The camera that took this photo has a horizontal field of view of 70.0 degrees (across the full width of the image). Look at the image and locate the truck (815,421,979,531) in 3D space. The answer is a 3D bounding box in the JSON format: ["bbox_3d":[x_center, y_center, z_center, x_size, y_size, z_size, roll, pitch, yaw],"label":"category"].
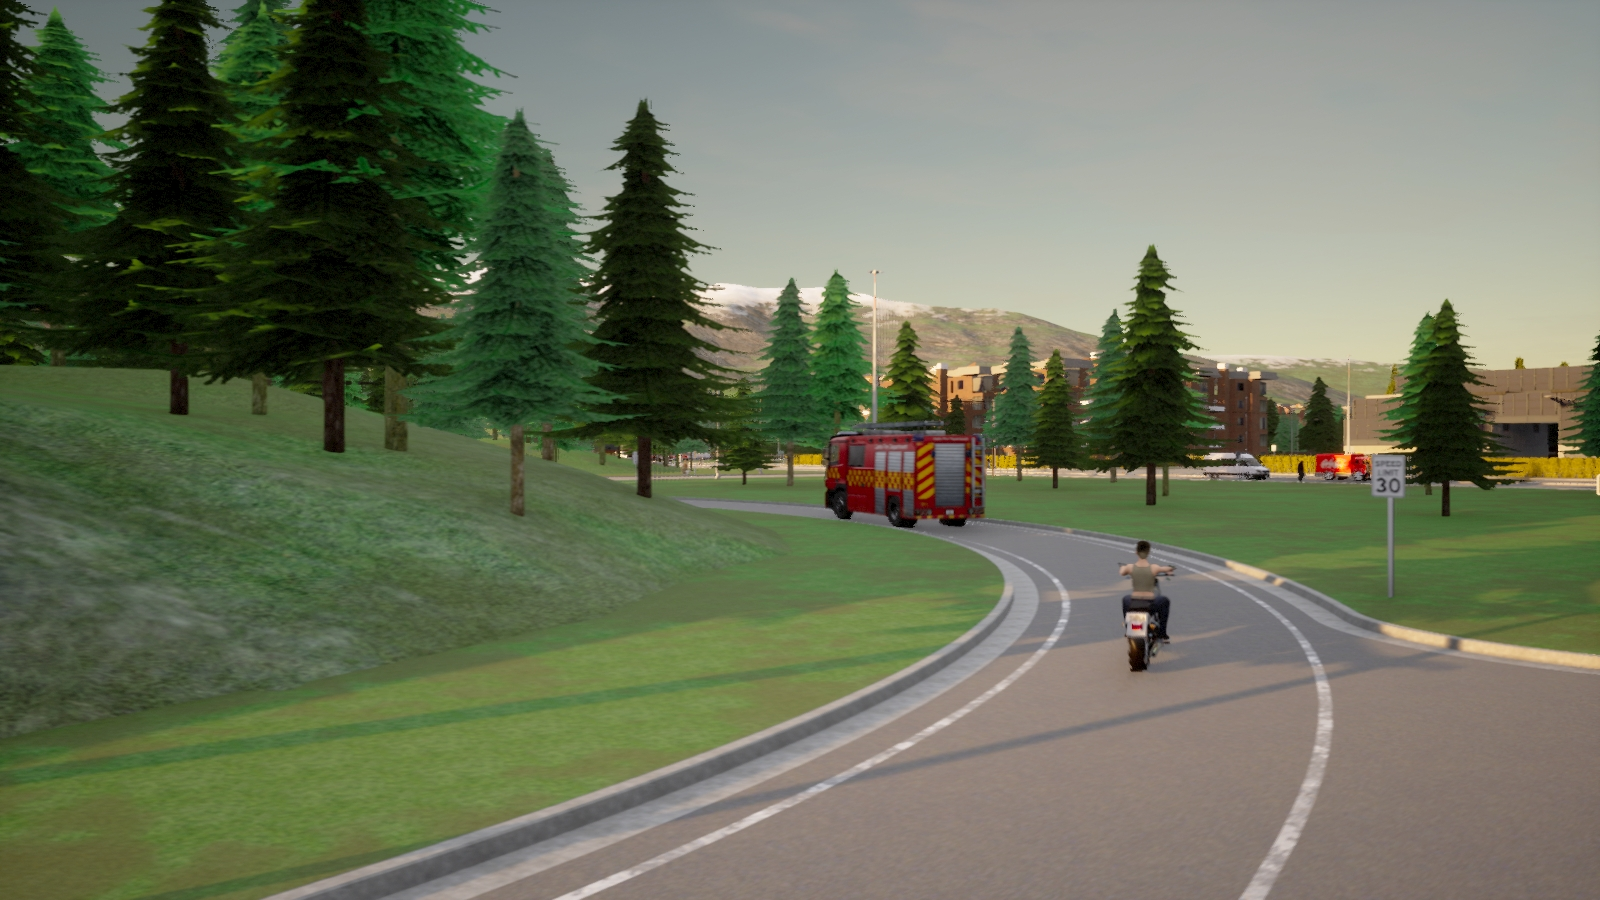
[{"bbox_3d":[3.514,0.891,44.133,2.891,3.827,8.468,0,0,-21],"label":"truck"}]

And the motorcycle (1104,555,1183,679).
[{"bbox_3d":[4.609,2.155,15.216,0.764,1.307,2.356,0,0,22],"label":"motorcycle"}]
